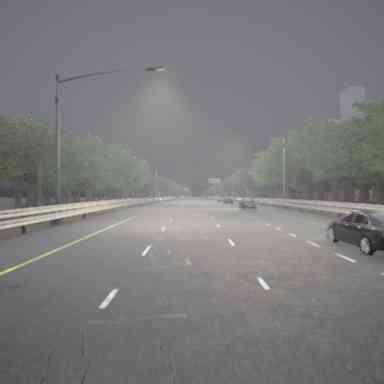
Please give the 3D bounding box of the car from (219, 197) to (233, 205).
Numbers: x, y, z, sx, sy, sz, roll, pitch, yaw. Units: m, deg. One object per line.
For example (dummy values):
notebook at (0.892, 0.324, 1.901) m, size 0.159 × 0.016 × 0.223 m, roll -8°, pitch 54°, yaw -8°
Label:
car at (7.191, 1.792, 67.769) m, size 1.837 × 1.490 × 4.892 m, roll 0°, pitch -1°, yaw 0°

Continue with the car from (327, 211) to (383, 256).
car at (7.011, 1.508, 13.146) m, size 1.837 × 1.490 × 4.892 m, roll 0°, pitch 0°, yaw 0°

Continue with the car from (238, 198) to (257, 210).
car at (7.064, 1.554, 42.797) m, size 2.128 × 1.511 × 4.902 m, roll 0°, pitch 0°, yaw 0°

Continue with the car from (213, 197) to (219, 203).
car at (7.316, 2.029, 84.816) m, size 2.128 × 1.511 × 4.902 m, roll 0°, pitch -1°, yaw 0°
